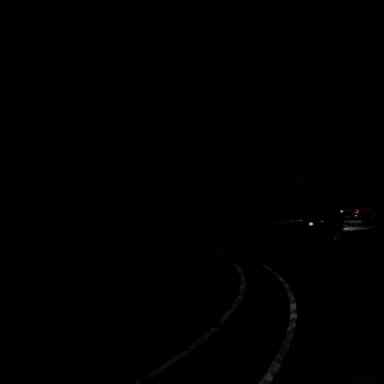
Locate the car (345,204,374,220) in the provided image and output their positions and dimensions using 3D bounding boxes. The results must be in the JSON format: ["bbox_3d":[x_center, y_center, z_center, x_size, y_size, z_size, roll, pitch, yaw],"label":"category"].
[{"bbox_3d":[17.589,2.035,35.558,4.553,1.767,2.097,1,-2,-41],"label":"car"}]

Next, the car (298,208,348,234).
[{"bbox_3d":[8.912,2.035,22.847,1.994,1.385,4.181,-2,-2,40],"label":"car"}]
